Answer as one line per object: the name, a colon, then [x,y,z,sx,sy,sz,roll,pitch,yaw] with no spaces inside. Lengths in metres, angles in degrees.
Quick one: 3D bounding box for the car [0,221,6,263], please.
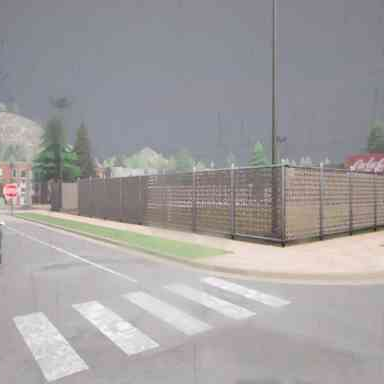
car: [-7.511,1.480,11.301,1.882,1.535,5.008,-1,0,-29]
